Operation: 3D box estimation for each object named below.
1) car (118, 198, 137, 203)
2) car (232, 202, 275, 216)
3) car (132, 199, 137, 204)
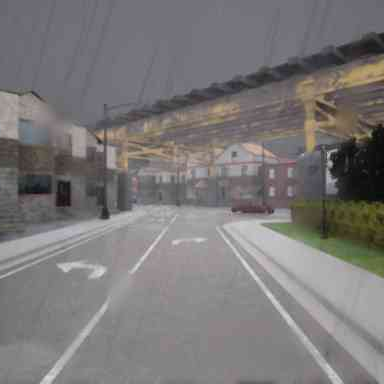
[{"bbox_3d":[-16.763,2.279,86.466,4.536,1.218,1.853,0,-1,-15],"label":"car"},{"bbox_3d":[7.194,1.922,39.056,5.008,1.535,1.882,0,-1,16],"label":"car"},{"bbox_3d":[-16.813,2.436,86.451,4.974,1.542,2.038,0,-1,-15],"label":"car"}]
